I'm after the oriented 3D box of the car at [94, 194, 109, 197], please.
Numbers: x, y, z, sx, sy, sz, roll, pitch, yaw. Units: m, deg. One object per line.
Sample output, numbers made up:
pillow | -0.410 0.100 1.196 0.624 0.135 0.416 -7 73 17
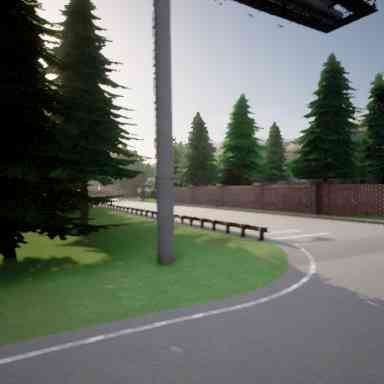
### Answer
car | -12.311 0.911 46.017 2.033 1.411 5.357 -1 1 -27
